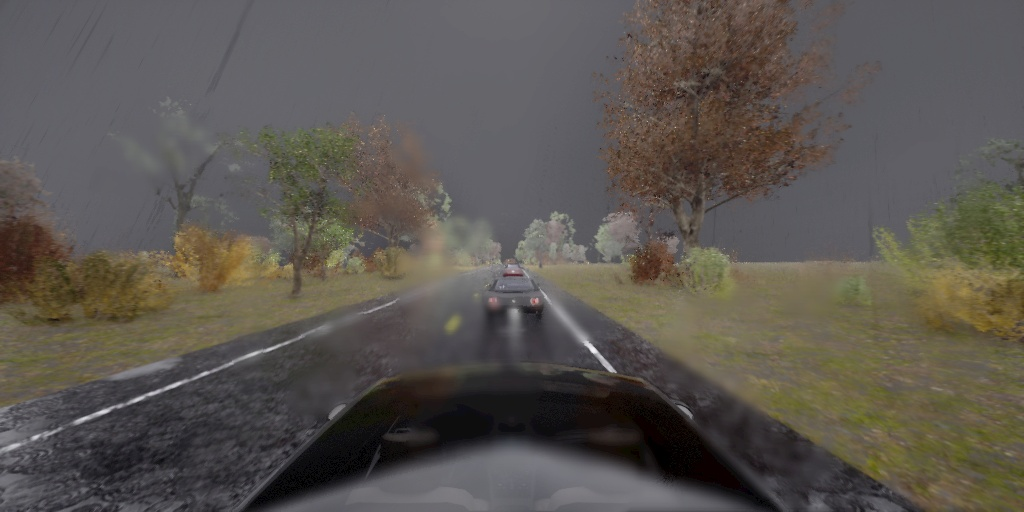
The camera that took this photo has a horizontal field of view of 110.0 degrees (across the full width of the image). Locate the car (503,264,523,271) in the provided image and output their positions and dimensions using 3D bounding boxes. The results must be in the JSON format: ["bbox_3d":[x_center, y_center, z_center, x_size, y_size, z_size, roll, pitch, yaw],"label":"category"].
[{"bbox_3d":[0.098,1.501,36.787,1.994,1.385,4.181,0,0,0],"label":"car"}]

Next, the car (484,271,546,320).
[{"bbox_3d":[0.095,1.399,12.842,1.895,1.301,4.718,0,0,0],"label":"car"}]
